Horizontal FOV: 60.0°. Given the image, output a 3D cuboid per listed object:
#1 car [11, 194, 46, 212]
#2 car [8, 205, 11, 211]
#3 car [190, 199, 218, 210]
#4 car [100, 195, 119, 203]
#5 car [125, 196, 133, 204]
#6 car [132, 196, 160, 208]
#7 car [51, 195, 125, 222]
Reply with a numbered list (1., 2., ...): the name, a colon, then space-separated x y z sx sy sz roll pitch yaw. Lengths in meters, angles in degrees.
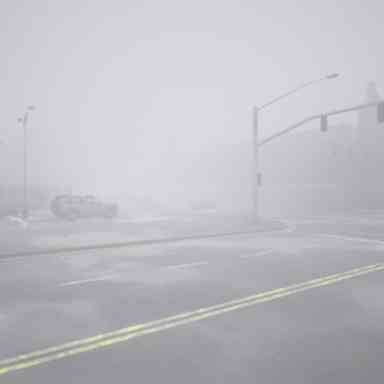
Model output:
1. car: -20.638 1.157 42.663 3.866 1.878 1.905 0 0 -35
2. car: -22.303 1.396 45.032 3.806 1.475 1.970 0 0 -35
3. car: 1.493 1.563 42.394 1.994 1.385 4.181 0 0 -34
4. car: -15.126 1.249 61.071 1.895 1.301 4.718 0 0 -34
5. car: -11.383 1.507 61.741 1.837 1.490 4.892 0 -1 -33
6. car: -6.373 1.504 47.848 1.837 1.490 4.892 0 0 -34
7. car: -7.639 1.153 24.277 4.605 1.855 1.932 0 0 -35
